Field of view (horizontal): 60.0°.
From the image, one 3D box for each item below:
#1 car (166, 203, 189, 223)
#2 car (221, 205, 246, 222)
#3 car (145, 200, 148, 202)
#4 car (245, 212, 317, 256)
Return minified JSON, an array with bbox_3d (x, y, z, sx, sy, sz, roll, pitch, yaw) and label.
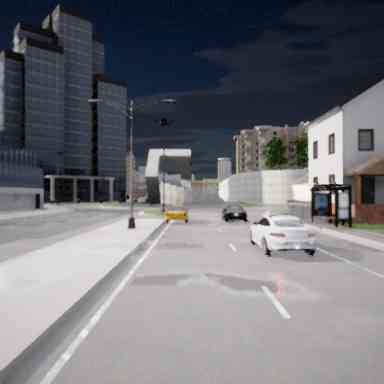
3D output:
[{"bbox_3d":[-1.216,1.732,28.221,1.801,1.575,5.366,0,-1,0],"label":"car"},{"bbox_3d":[3.712,1.854,29.593,1.994,1.385,4.181,0,-1,1],"label":"car"},{"bbox_3d":[-10.738,2.446,92.788,5.357,1.411,2.033,0,-1,-25],"label":"car"},{"bbox_3d":[3.589,1.661,13.667,1.812,1.442,4.674,0,-1,0],"label":"car"}]
